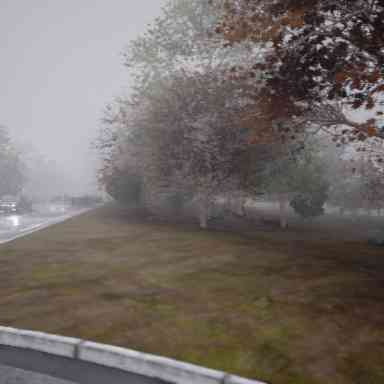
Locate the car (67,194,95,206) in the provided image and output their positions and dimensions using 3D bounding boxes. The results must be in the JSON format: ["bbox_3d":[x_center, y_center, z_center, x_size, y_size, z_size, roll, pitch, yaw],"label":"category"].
[{"bbox_3d":[-14.286,0.965,43.072,1.882,1.535,5.008,-1,1,-8],"label":"car"}]

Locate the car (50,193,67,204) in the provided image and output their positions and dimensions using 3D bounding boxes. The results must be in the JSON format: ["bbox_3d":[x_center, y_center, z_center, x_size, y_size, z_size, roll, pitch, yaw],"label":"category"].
[{"bbox_3d":[-18.372,0.833,46.713,1.994,1.385,4.181,-1,1,-8],"label":"car"}]

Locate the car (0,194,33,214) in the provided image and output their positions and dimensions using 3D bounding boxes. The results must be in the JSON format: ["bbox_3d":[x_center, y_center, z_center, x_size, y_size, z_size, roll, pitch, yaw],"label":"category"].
[{"bbox_3d":[-16.216,1.054,30.264,2.097,1.767,4.553,-1,1,-8],"label":"car"}]

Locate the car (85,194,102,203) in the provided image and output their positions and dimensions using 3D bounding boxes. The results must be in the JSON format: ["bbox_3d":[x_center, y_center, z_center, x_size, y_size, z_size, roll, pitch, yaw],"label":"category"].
[{"bbox_3d":[-15.696,0.951,52.999,1.895,1.301,4.718,-1,1,-8],"label":"car"}]
